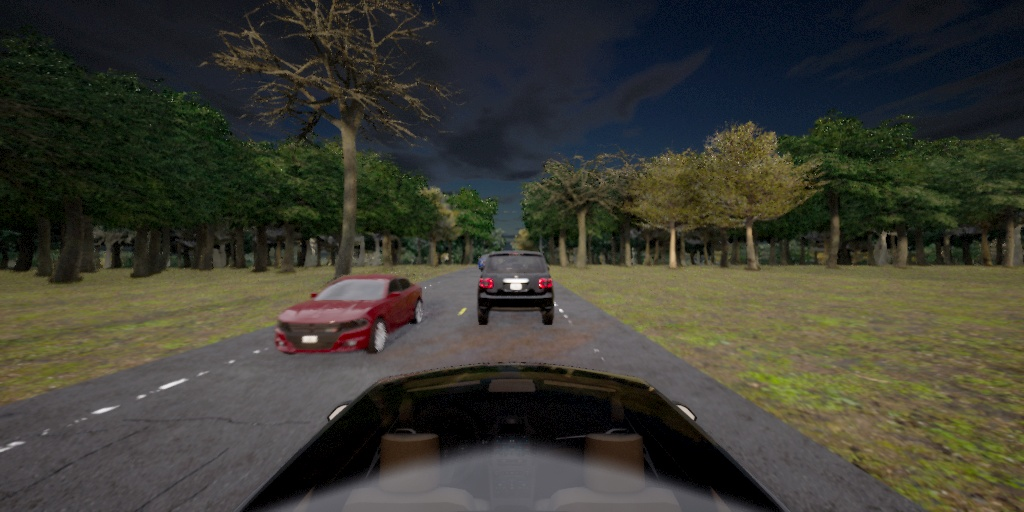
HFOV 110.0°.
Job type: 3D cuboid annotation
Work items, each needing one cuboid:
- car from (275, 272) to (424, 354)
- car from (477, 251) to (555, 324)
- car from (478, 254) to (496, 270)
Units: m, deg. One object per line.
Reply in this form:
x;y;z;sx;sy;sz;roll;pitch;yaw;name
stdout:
-3.598;1.200;8.879;1.882;1.535;5.008;0;0;0;car
0.103;0.922;11.882;2.150;2.045;5.566;0;-1;0;car
-3.556;0.818;51.174;2.150;2.045;5.566;0;0;0;car
